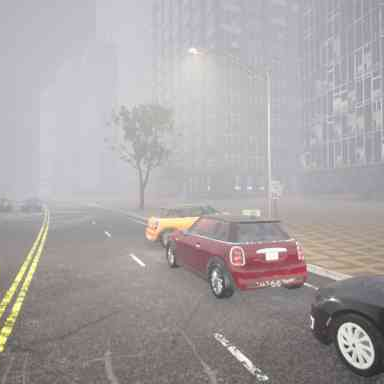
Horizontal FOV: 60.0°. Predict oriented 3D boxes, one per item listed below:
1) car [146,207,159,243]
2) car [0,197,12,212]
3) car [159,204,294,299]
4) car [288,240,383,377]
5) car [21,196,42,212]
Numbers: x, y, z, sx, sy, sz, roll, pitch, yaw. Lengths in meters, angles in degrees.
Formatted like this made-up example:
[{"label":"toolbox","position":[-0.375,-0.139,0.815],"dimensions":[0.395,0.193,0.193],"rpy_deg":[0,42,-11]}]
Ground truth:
[{"label":"car","position":[0.327,1.279,14.502],"dimensions":[4.553,1.767,2.097],"rpy_deg":[-3,1,-18]},{"label":"car","position":[-21.895,1.399,38.040],"dimensions":[2.097,1.767,4.553],"rpy_deg":[0,0,-24]},{"label":"car","position":[0.857,1.356,8.876],"dimensions":[2.097,1.767,4.553],"rpy_deg":[0,0,-22]},{"label":"car","position":[3.606,1.505,3.412],"dimensions":[1.837,1.490,4.892],"rpy_deg":[0,0,-36]},{"label":"car","position":[-18.930,1.402,39.369],"dimensions":[2.097,1.767,4.553],"rpy_deg":[0,0,-24]}]
